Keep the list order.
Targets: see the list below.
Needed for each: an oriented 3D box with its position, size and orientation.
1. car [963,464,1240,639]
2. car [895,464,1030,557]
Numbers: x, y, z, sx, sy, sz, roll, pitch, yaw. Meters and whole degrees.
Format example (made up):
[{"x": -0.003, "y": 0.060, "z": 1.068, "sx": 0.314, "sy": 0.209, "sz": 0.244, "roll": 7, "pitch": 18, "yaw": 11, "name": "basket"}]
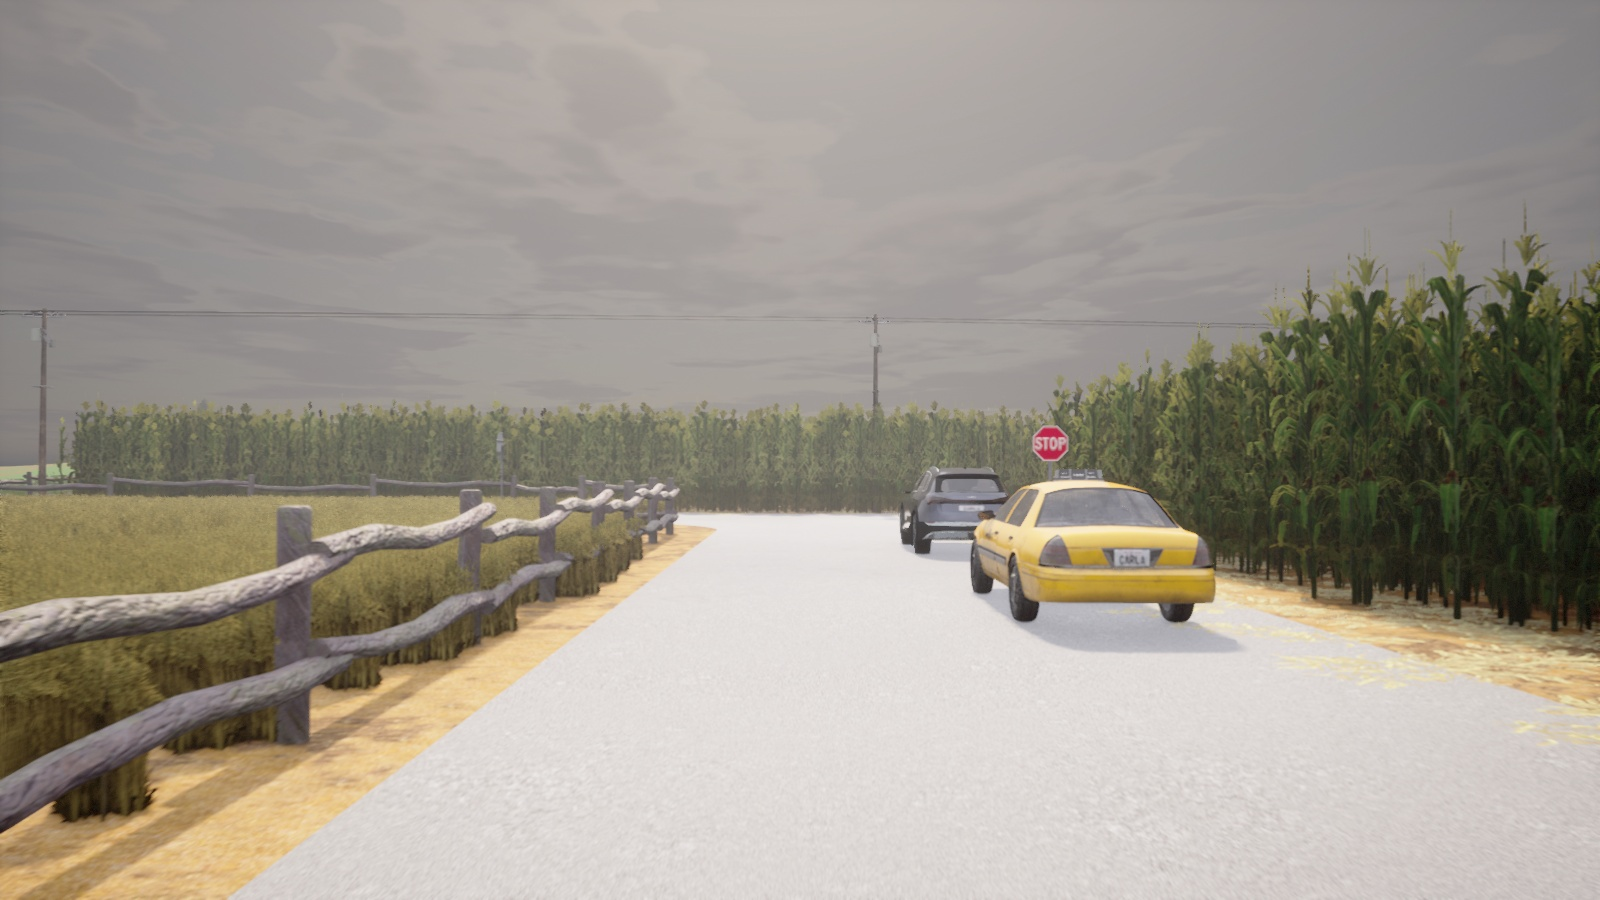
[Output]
[{"x": 3.090, "y": 0.956, "z": 14.098, "sx": 1.801, "sy": 1.575, "sz": 5.366, "roll": 0, "pitch": -1, "yaw": 0, "name": "car"}, {"x": 3.081, "y": 1.108, "z": 24.832, "sx": 2.033, "sy": 1.649, "sz": 4.856, "roll": 0, "pitch": -1, "yaw": 0, "name": "car"}]
